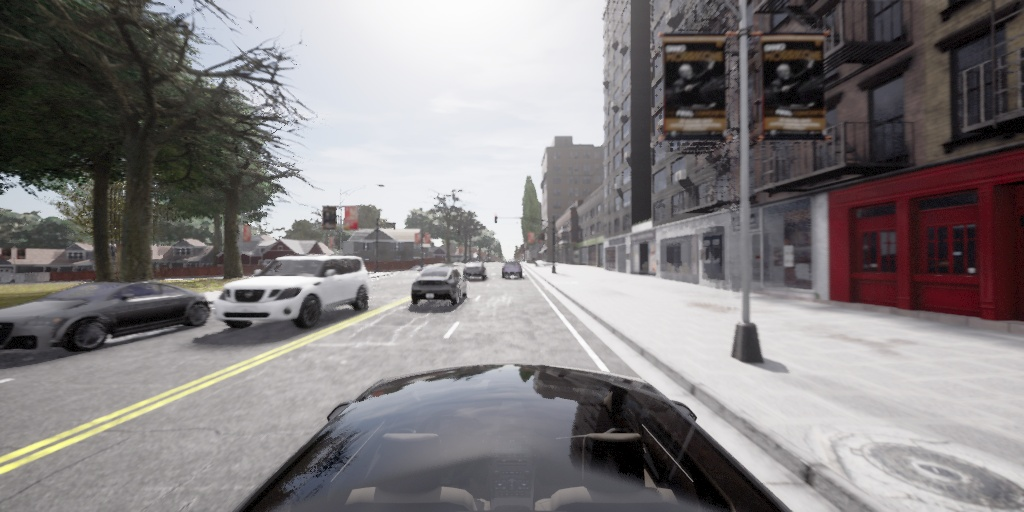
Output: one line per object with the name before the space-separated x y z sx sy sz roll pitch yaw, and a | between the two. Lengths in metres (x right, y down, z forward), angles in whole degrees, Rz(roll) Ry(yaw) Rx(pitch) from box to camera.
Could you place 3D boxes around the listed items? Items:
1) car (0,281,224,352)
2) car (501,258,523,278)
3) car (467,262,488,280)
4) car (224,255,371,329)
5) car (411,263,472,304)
car | -9.804 1.315 8.757 1.994 1.385 4.181 0 0 0
car | 0.018 1.246 33.831 2.033 1.649 4.856 0 -2 0
car | -3.136 1.218 30.881 2.128 1.511 4.902 0 0 0
car | -6.529 0.972 11.586 2.150 2.045 5.566 0 0 1
car | -3.146 1.253 16.172 1.837 1.490 4.892 0 1 0
